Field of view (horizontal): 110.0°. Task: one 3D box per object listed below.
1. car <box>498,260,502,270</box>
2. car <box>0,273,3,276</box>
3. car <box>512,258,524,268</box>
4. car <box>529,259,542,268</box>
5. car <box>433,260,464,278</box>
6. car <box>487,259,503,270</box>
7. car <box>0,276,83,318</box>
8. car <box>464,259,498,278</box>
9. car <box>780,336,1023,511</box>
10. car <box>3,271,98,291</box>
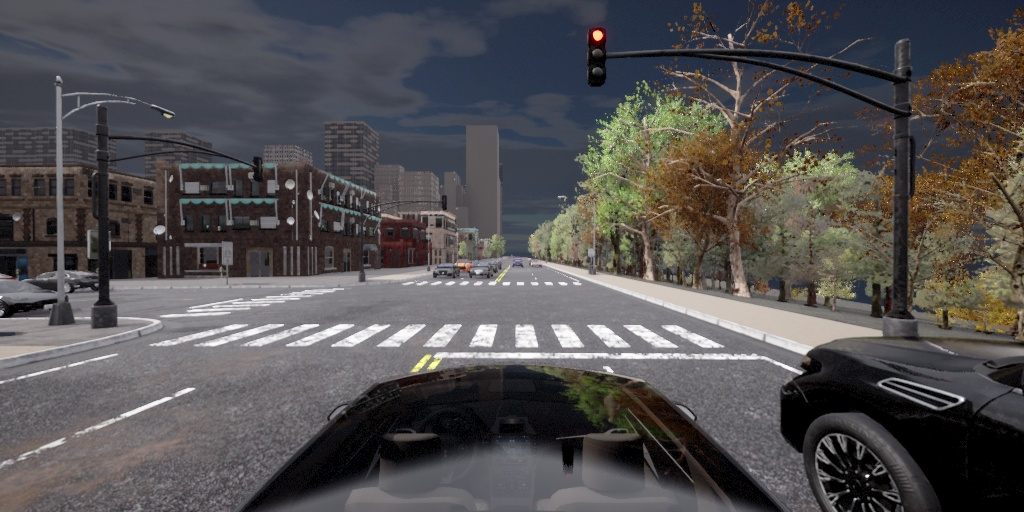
[{"bbox_3d":[-2.668,1.262,43.244,2.128,1.511,4.902,0,0,1],"label":"car"},{"bbox_3d":[-33.491,1.671,22.437,4.207,1.307,1.802,0,0,1],"label":"car"},{"bbox_3d":[1.009,1.304,63.774,1.812,1.442,4.674,0,0,1],"label":"car"},{"bbox_3d":[4.369,1.380,64.104,1.895,1.301,4.718,0,0,1],"label":"car"},{"bbox_3d":[-6.077,1.331,33.739,1.994,1.385,4.181,0,0,1],"label":"car"},{"bbox_3d":[-2.497,1.266,53.486,2.128,1.511,4.902,0,0,1],"label":"car"},{"bbox_3d":[-19.765,1.574,13.689,4.313,1.339,1.948,0,0,1],"label":"car"},{"bbox_3d":[-2.817,1.258,33.753,2.128,1.511,4.902,0,0,3],"label":"car"},{"bbox_3d":[3.322,0.971,0.649,2.150,2.045,5.566,0,0,1],"label":"car"},{"bbox_3d":[-27.956,1.577,22.338,4.403,1.370,2.007,0,0,1],"label":"car"}]
